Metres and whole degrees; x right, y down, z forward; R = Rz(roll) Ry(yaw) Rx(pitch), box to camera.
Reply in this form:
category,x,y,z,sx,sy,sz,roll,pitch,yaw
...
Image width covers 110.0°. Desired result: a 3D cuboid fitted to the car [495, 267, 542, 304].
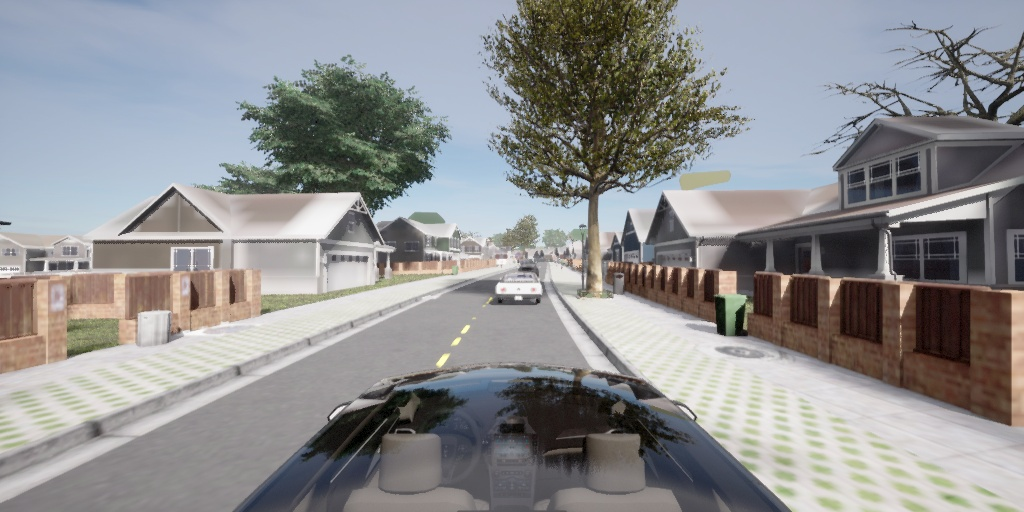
category,x,y,z,sx,sy,sz,roll,pitch,yaw
car,0.370,1.375,16.436,1.895,1.301,4.718,0,0,3

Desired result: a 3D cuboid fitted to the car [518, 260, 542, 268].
category,x,y,z,sx,sy,sz,roll,pitch,yaw
car,1.477,1.292,31.299,1.837,1.490,4.892,0,0,6
